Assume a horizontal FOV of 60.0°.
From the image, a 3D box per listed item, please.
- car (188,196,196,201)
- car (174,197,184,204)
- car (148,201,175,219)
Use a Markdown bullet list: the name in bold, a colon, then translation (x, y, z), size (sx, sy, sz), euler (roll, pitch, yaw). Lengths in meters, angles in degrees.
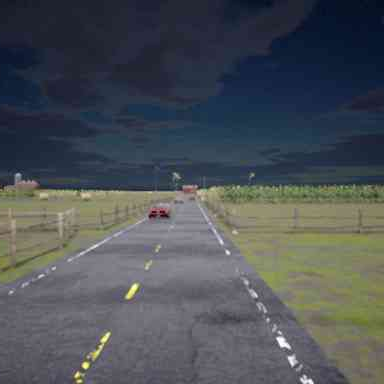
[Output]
- **car**: translation (-0.021, 1.850, 93.002), size (1.837, 1.490, 4.892), euler (0, 0, 0)
- **car**: translation (-2.766, 1.737, 70.821), size (1.882, 1.535, 5.008), euler (0, 0, 0)
- **car**: translation (-2.855, 1.744, 30.365), size (1.895, 1.301, 4.718), euler (0, 0, 0)
